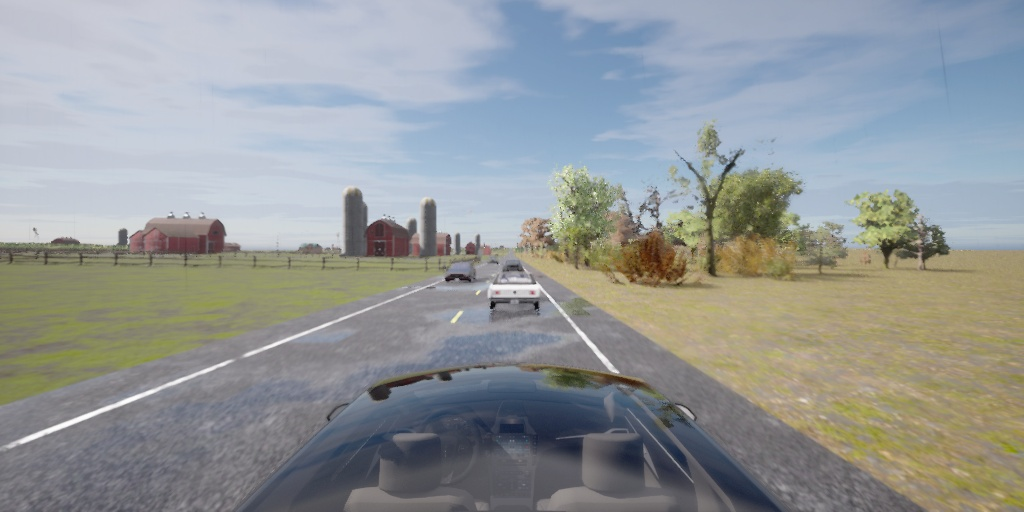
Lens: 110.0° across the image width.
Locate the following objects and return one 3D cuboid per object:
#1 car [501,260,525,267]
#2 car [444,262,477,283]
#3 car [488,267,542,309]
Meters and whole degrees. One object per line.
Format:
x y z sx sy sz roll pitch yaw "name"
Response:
0.076 1.088 32.637 1.837 1.490 4.892 0 0 0 "car"
-3.608 1.166 26.166 2.033 1.411 5.357 0 0 0 "car"
0.094 1.281 14.607 1.895 1.301 4.718 0 0 0 "car"
